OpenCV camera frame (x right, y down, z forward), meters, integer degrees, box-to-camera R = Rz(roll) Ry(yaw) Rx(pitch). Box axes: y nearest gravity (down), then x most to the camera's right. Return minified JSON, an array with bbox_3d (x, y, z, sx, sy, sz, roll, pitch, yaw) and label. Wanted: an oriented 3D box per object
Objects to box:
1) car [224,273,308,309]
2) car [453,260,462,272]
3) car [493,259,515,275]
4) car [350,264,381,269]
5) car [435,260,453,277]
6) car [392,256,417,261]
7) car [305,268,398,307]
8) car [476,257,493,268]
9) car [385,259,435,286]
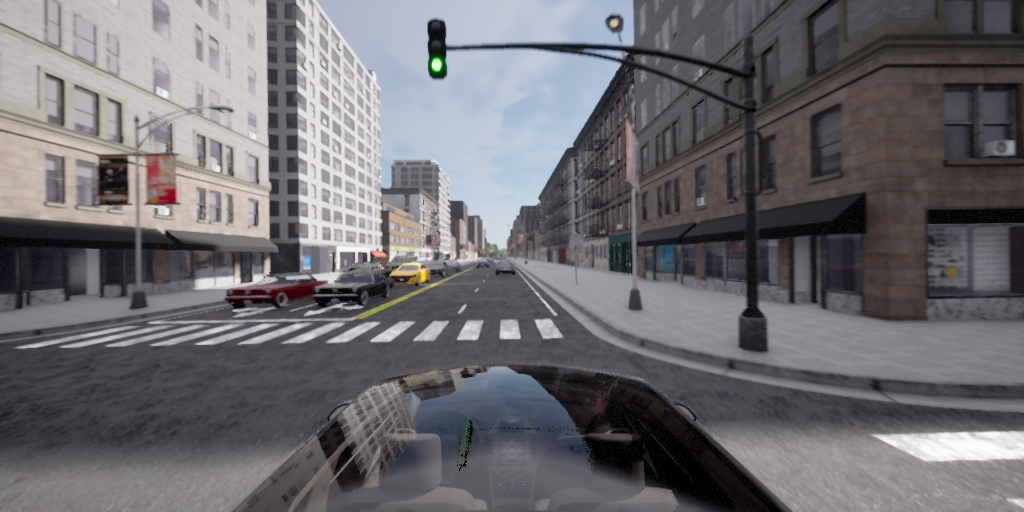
[{"bbox_3d":[-10.139,1.442,15.905,1.895,1.301,4.718,-1,0,-1],"label":"car"},{"bbox_3d":[-7.498,1.223,45.199,1.812,1.442,4.674,-1,0,-1],"label":"car"},{"bbox_3d":[-0.700,1.198,37.188,1.994,1.385,4.181,-1,0,-1],"label":"car"},{"bbox_3d":[-10.342,1.317,25.004,1.837,1.490,4.892,-1,0,-1],"label":"car"},{"bbox_3d":[-7.269,1.238,35.009,1.837,1.490,4.892,-1,0,-1],"label":"car"},{"bbox_3d":[-10.519,1.000,34.823,2.150,2.045,5.566,-1,0,-1],"label":"car"},{"bbox_3d":[-6.880,1.397,16.032,1.895,1.301,4.718,-1,0,-1],"label":"car"},{"bbox_3d":[-4.449,1.139,56.078,1.812,1.442,4.674,-1,0,-1],"label":"car"},{"bbox_3d":[-7.098,1.244,25.421,1.882,1.535,5.008,-1,0,-1],"label":"car"}]
